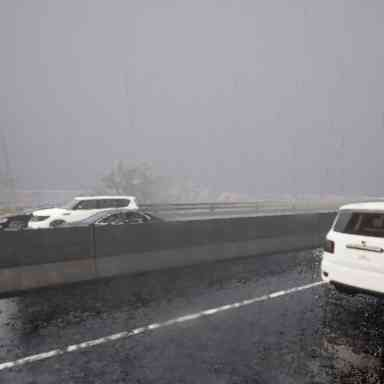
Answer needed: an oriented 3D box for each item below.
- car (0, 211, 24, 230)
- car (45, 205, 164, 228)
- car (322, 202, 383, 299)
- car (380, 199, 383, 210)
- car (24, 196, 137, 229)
[{"bbox_3d":[-8.623,1.493,19.316,4.902,1.511,2.128,0,0,-35],"label":"car"},{"bbox_3d":[-3.456,1.512,14.399,4.892,1.490,1.837,0,0,-35],"label":"car"},{"bbox_3d":[5.228,1.239,7.437,5.566,2.045,2.150,0,0,-35],"label":"car"},{"bbox_3d":[26.904,1.670,43.809,4.674,1.442,1.812,1,0,-33],"label":"car"},{"bbox_3d":[-5.370,1.228,17.336,5.566,2.045,2.150,0,0,-35],"label":"car"}]
